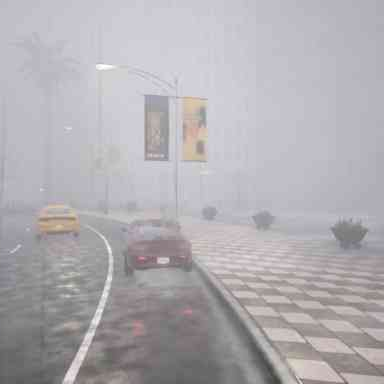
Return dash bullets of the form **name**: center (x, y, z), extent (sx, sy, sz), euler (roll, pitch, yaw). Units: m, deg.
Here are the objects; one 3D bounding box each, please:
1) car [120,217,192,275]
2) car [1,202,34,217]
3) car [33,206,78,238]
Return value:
- **car**: center (-1.227, 1.524, 10.446), extent (1.812, 1.442, 4.674), euler (0, 0, -13)
- **car**: center (-16.484, 1.585, 31.429), extent (1.895, 1.301, 4.718), euler (0, 0, -45)
- **car**: center (-7.195, 1.471, 17.739), extent (1.882, 1.535, 5.008), euler (0, 0, -23)
